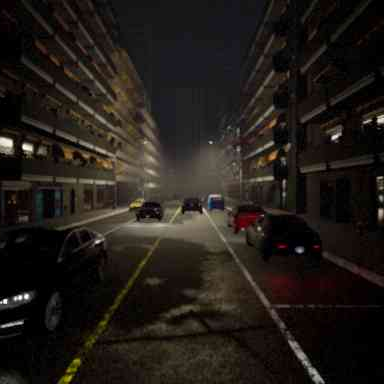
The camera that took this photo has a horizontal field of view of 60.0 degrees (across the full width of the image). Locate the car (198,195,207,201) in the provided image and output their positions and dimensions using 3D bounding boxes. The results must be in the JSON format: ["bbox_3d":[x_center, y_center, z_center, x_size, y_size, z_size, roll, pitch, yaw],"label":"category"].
[{"bbox_3d":[2.546,1.331,80.812,2.008,1.369,4.403,-1,0,0],"label":"car"}]

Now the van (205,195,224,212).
[{"bbox_3d":[2.619,1.234,36.625,1.690,1.788,3.998,-1,0,0],"label":"van"}]

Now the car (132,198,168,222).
[{"bbox_3d":[-3.143,1.448,25.778,1.812,1.442,4.674,0,0,0],"label":"car"}]

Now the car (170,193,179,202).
[{"bbox_3d":[-3.115,1.085,67.842,2.097,1.767,4.553,0,0,0],"label":"car"}]

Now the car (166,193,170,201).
[{"bbox_3d":[-5.807,1.365,64.241,1.887,1.381,4.507,0,0,0],"label":"car"}]

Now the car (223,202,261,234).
[{"bbox_3d":[3.108,1.420,18.958,1.882,1.535,5.008,0,0,0],"label":"car"}]

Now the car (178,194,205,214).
[{"bbox_3d":[-0.003,1.252,33.917,2.097,1.767,4.553,0,0,0],"label":"car"}]

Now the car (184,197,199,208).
[{"bbox_3d":[-0.031,1.431,46.410,1.994,1.385,4.181,0,0,0],"label":"car"}]

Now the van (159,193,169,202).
[{"bbox_3d":[-5.818,1.147,69.764,1.690,1.788,3.998,0,0,0],"label":"van"}]

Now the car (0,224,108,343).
[{"bbox_3d":[-3.078,1.469,6.755,2.128,1.511,4.902,0,0,0],"label":"car"}]

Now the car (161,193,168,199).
[{"bbox_3d":[-5.797,1.379,58.717,1.887,1.381,4.507,0,0,0],"label":"car"}]

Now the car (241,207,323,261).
[{"bbox_3d":[3.128,1.489,11.959,1.812,1.442,4.674,0,0,0],"label":"car"}]

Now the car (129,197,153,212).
[{"bbox_3d":[-5.760,1.418,36.454,1.752,1.417,4.829,0,0,0],"label":"car"}]

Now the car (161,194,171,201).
[{"bbox_3d":[-5.827,1.233,75.288,1.967,1.590,4.097,-1,0,0],"label":"car"}]

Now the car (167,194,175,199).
[{"bbox_3d":[-5.854,1.320,91.859,1.947,1.339,4.313,-1,0,0],"label":"car"}]

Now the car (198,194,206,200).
[{"bbox_3d":[2.536,1.292,86.506,1.752,1.417,4.829,-1,0,0],"label":"car"}]

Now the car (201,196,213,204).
[{"bbox_3d":[2.583,1.385,58.718,2.008,1.369,4.403,-1,0,0],"label":"car"}]

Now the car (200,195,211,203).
[{"bbox_3d":[2.574,1.371,64.241,2.008,1.369,4.403,-1,0,0],"label":"car"}]

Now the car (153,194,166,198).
[{"bbox_3d":[-5.788,1.414,53.193,1.947,1.339,4.313,0,0,0],"label":"car"}]
